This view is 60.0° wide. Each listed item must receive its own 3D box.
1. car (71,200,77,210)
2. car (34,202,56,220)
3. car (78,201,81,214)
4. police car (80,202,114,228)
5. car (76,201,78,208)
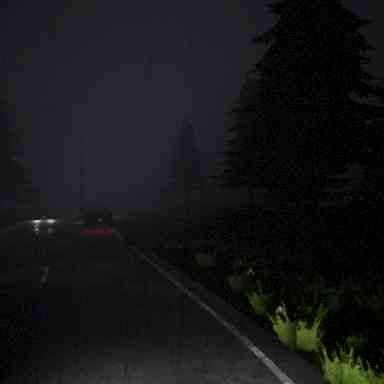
[{"bbox_3d":[-19.807,2.191,56.998,1.882,1.535,5.008,-1,0,-20],"label":"car"},{"bbox_3d":[-14.989,2.031,34.167,2.033,1.411,5.357,-1,0,-20],"label":"car"},{"bbox_3d":[-10.424,1.907,34.063,1.837,1.490,4.892,-1,0,-20],"label":"car"},{"bbox_3d":[-7.038,1.708,24.773,1.930,1.638,5.238,-1,0,-20],"label":"police car"},{"bbox_3d":[-12.479,1.979,39.700,1.837,1.490,4.892,-1,0,-20],"label":"car"}]
